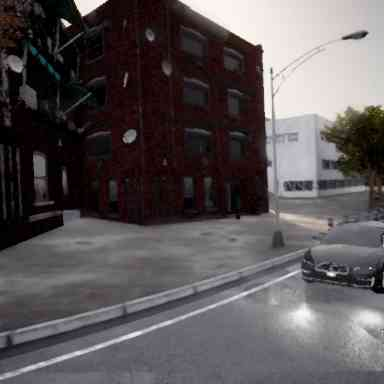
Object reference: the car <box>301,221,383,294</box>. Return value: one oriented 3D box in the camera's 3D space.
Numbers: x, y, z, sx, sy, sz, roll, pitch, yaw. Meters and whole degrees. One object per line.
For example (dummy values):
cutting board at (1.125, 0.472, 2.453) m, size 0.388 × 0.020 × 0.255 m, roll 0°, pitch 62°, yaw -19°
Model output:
car at (4.729, 1.611, 9.302) m, size 1.837 × 1.490 × 4.892 m, roll -2°, pitch -1°, yaw 42°
